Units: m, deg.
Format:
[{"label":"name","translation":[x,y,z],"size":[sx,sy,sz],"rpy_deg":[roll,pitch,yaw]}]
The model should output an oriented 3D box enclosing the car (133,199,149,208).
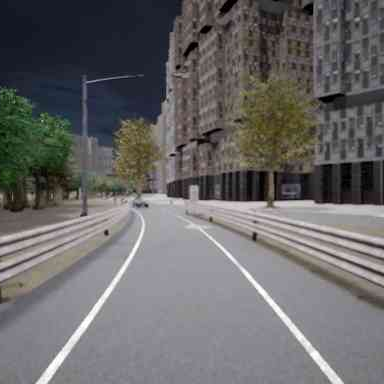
[{"label":"car","translation":[-7.889,1.754,50.811],"size":[1.895,1.301,4.718],"rpy_deg":[0,0,-19]}]
